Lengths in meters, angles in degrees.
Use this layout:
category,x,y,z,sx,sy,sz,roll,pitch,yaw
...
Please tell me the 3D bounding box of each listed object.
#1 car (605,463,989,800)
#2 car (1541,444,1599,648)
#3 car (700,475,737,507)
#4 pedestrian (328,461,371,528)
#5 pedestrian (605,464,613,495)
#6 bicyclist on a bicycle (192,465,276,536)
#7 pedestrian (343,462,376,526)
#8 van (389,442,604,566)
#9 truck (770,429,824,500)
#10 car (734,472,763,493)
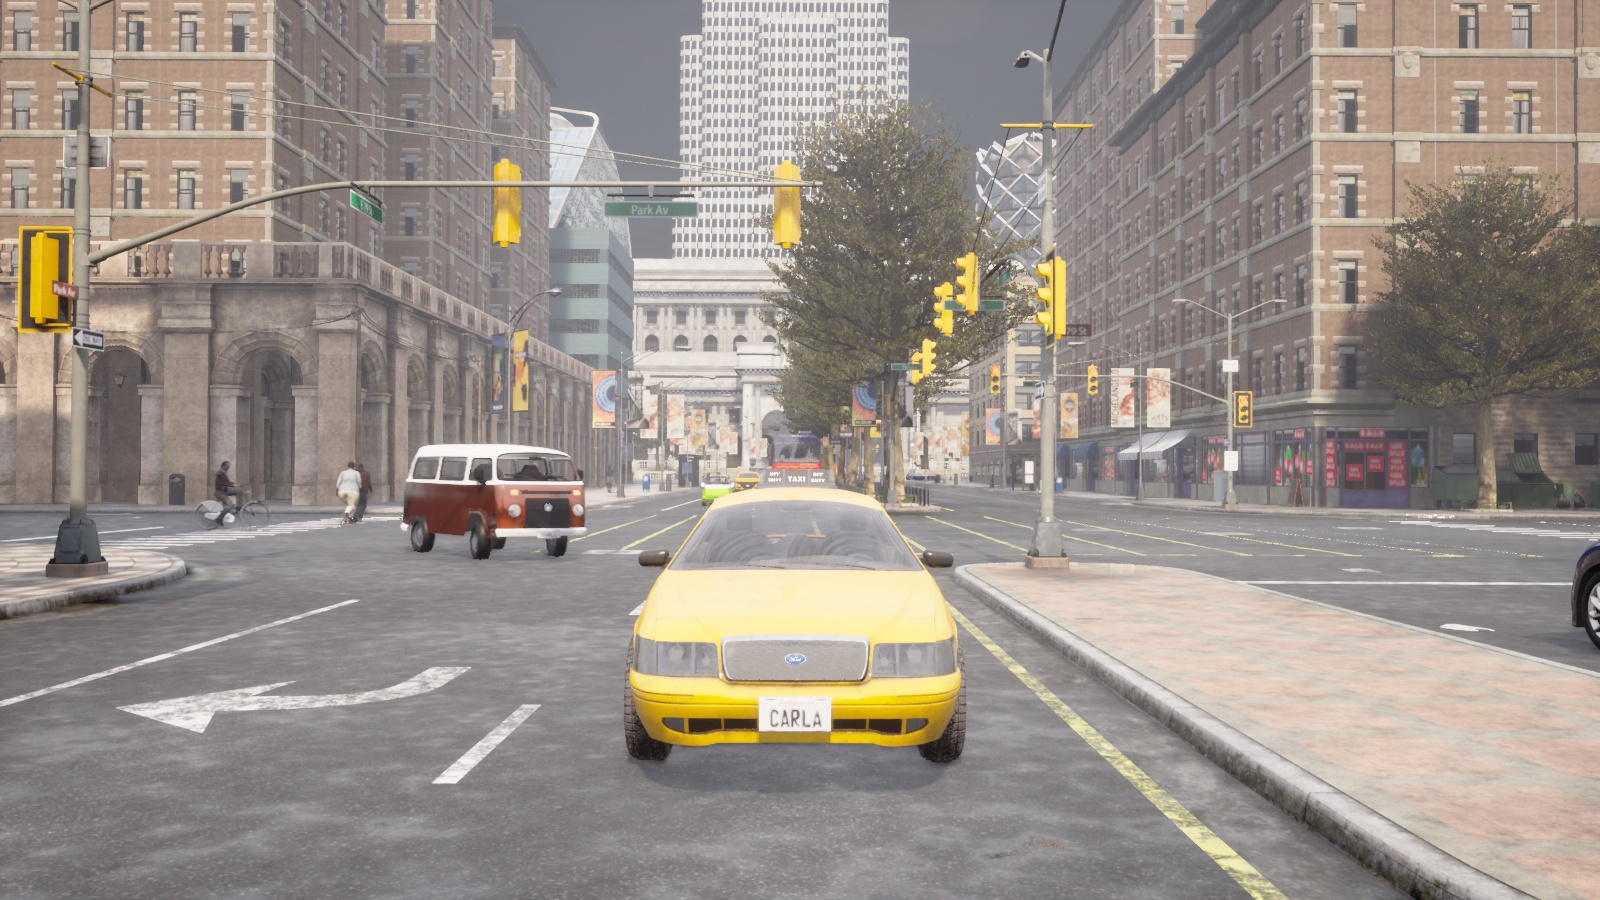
category,x,y,z,sx,sy,sz,roll,pitch,yaw
car,-0.020,0.898,8.598,1.801,1.575,5.366,0,-1,0
car,7.978,0.799,9.444,2.097,1.767,4.553,0,-1,0
car,-3.627,1.823,56.088,1.481,1.376,2.207,0,-1,0
pedestrian,-12.787,1.257,35.685,0.874,1.855,0.900,0,-1,2
pedestrian,-11.679,1.806,76.868,0.370,1.835,0.726,0,-1,2
bicyclist on a bicycle,-14.510,1.283,32.220,1.843,1.776,0.659,0,-1,-6
pedestrian,-12.849,1.276,36.640,0.634,1.844,0.899,0,-1,1
van,-5.653,0.946,23.019,2.069,2.038,4.480,1,-2,-39
truck,-0.167,0.858,72.061,2.891,3.827,8.468,0,-1,0
car,-3.707,2.335,91.205,1.882,1.535,5.008,0,-1,0
